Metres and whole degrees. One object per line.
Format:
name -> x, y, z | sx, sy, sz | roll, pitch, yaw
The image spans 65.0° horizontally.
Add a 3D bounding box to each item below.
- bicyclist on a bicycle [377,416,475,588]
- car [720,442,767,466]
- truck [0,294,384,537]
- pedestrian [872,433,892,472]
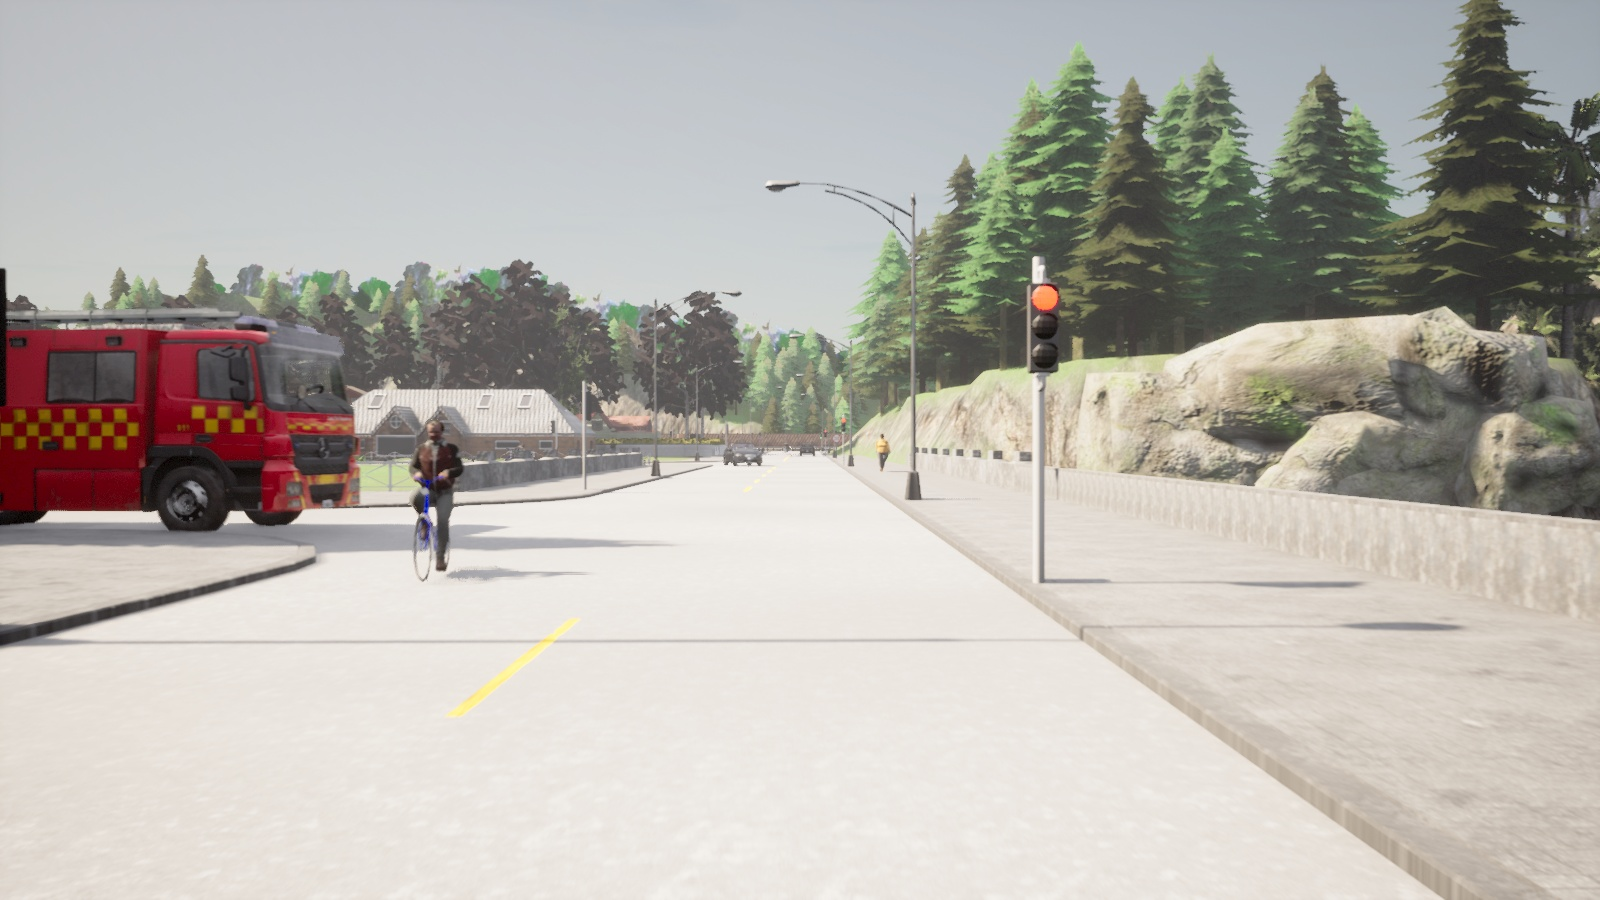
bicyclist on a bicycle -> -4.099, 0.535, 13.896 | 0.659, 1.776, 1.843 | 0, 0, -5
car -> -3.695, 0.243, 81.106 | 2.128, 1.511, 4.902 | 0, 0, -14
truck -> -11.872, -0.551, 21.683 | 8.468, 3.827, 2.891 | 0, 0, 7
pedestrian -> 3.892, 0.124, 59.485 | 0.874, 1.855, 0.900 | 0, 0, 0
